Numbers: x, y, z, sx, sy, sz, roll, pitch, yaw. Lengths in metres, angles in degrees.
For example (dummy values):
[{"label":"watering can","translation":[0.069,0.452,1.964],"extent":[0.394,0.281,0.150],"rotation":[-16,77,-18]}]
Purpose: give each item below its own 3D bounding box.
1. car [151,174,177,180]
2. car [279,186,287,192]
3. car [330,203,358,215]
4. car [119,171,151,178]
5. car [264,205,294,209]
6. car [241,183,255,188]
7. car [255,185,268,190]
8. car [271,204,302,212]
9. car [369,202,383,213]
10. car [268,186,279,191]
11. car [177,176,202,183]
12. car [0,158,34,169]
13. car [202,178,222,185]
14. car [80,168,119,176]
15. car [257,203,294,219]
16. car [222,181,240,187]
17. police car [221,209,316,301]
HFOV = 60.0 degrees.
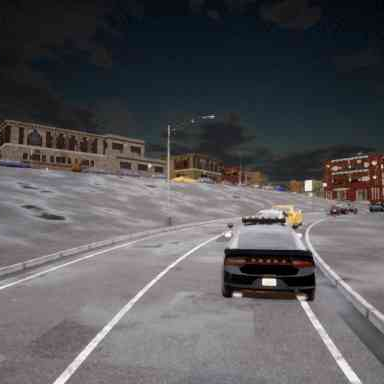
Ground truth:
[{"label":"car","translation":[-5.334,-2.211,55.528],"extent":[4.674,1.452,2.002],"rotation":[4,-5,-41]},{"label":"car","translation":[21.734,-0.427,83.485],"extent":[2.435,2.045,5.566],"rotation":[-3,-6,40]},{"label":"car","translation":[18.840,2.075,41.350],"extent":[4.674,1.442,1.812],"rotation":[1,-4,-40]},{"label":"car","translation":[-9.517,-2.506,51.895],"extent":[4.892,1.521,2.231],"rotation":[3,-5,-40]},{"label":"car","translation":[4.256,1.641,17.747],"extent":[1.812,1.442,4.674],"rotation":[-1,-1,19]},{"label":"car","translation":[10.672,-1.096,71.035],"extent":[2.002,1.452,4.674],"rotation":[-4,-6,44]},{"label":"car","translation":[14.356,-0.848,75.005],"extent":[2.231,1.521,4.892],"rotation":[-4,-6,43]},{"label":"car","translation":[6.433,1.663,23.046],"extent":[1.882,1.535,5.008],"rotation":[-2,-2,25]},{"label":"car","translation":[27.915,2.255,49.010],"extent":[4.902,1.511,2.128],"rotation":[2,-4,-39]},{"label":"car","translation":[18.092,-0.651,79.222],"extent":[2.185,1.767,4.553],"rotation":[-4,-6,41]},{"label":"car","translation":[-1.230,-1.983,59.255],"extent":[5.008,1.535,2.097],"rotation":[4,-6,-42]},{"label":"car","translation":[-22.140,-3.296,41.358],"extent":[4.553,1.767,2.185],"rotation":[3,-5,-40]},{"label":"car","translation":[2.776,-1.836,63.058],"extent":[4.553,1.767,2.185],"rotation":[4,-6,-43]},{"label":"car","translation":[-13.746,-2.738,48.355],"extent":[4.892,1.521,2.231],"rotation":[3,-5,-40]},{"label":"car","translation":[9.063,2.032,35.790],"extent":[2.128,1.511,4.902],"rotation":[-3,-3,37]},{"label":"car","translation":[6.835,-1.391,67.078],"extent":[4.792,1.488,2.163],"rotation":[4,-6,-45]},{"label":"police car","translation":[1.854,1.457,8.623],"extent":[1.930,1.638,5.238],"rotation":[-1,0,10]}]
